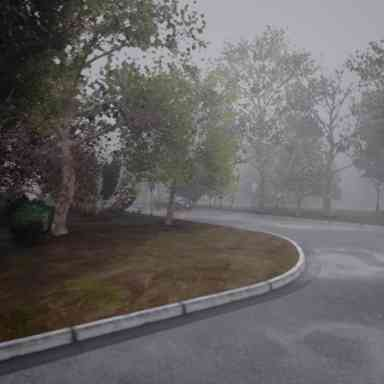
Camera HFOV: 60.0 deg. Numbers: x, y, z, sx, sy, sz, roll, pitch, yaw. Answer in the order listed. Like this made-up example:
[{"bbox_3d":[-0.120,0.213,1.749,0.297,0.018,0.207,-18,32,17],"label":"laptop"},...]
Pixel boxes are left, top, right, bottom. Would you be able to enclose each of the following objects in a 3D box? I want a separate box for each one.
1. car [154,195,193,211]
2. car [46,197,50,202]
[{"bbox_3d":[-1.837,1.061,32.179,1.812,1.442,4.674,1,0,-40],"label":"car"},{"bbox_3d":[-15.662,0.789,38.022,4.892,1.490,1.837,1,-1,-6],"label":"car"}]
